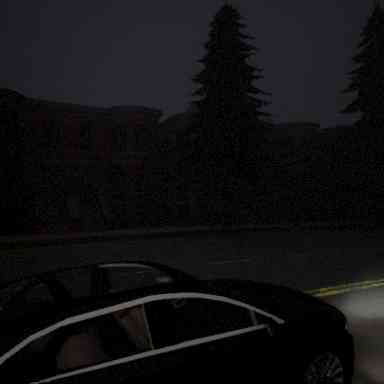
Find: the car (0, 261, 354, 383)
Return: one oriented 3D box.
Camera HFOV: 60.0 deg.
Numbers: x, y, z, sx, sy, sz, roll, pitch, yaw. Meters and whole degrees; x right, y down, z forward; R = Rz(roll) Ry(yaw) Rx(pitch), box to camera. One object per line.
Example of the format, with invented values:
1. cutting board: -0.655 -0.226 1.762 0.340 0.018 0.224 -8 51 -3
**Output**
1. car: -0.437 1.470 3.185 4.902 1.511 2.128 0 0 -33
